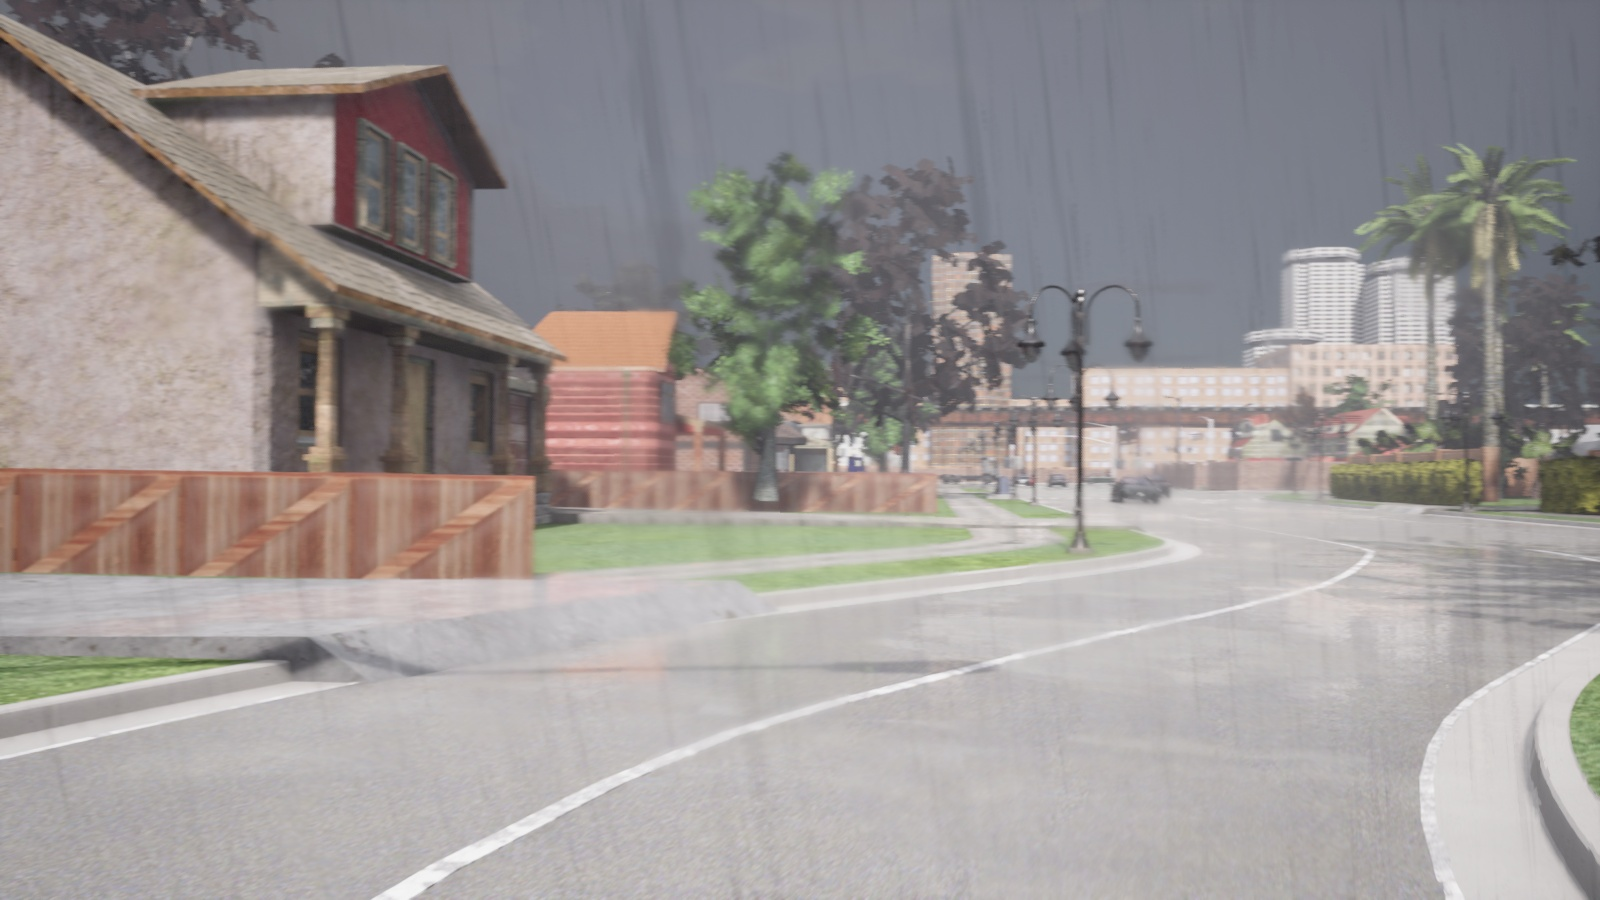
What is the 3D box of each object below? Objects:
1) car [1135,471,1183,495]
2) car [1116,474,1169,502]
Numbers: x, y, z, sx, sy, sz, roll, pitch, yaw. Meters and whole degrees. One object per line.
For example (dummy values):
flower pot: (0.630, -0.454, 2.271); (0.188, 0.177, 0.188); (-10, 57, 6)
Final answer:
car: (22.868, 2.093, 80.191); (2.128, 1.511, 4.902); (0, -1, 6)
car: (17.836, 1.963, 65.541); (1.994, 1.385, 4.181); (0, -1, 6)
